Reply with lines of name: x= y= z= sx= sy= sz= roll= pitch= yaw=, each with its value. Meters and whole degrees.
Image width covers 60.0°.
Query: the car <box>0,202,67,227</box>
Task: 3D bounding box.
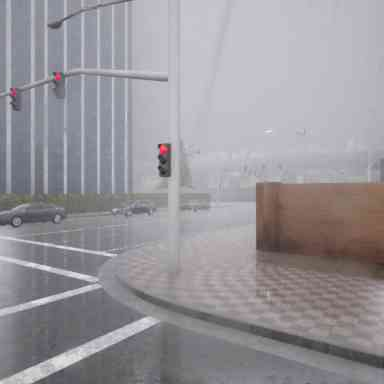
car: x=-11.062 y=1.505 z=22.959 sx=1.837 sy=1.490 sz=4.892 roll=0 pitch=0 yaw=35

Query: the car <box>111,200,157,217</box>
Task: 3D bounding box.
car: x=-5.357 y=1.491 z=30.992 sx=2.128 sy=1.511 sz=4.902 roll=0 pitch=0 yaw=35

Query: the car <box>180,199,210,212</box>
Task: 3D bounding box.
car: x=0.415 y=1.564 z=39.099 sx=1.994 sy=1.385 sz=4.181 roll=0 pitch=0 yaw=35
